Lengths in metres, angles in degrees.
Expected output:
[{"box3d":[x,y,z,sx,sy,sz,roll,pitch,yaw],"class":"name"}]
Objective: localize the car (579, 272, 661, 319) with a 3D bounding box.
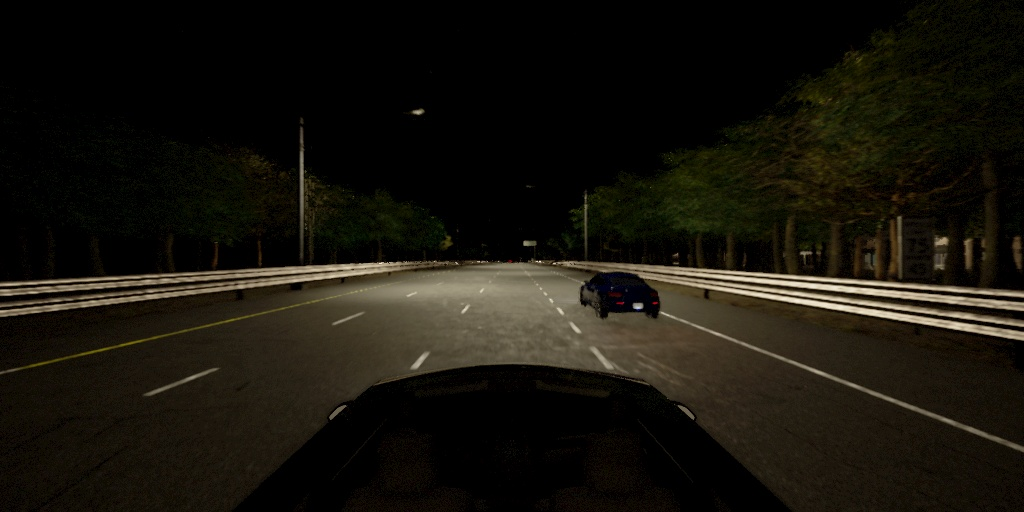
[{"box3d":[3.628,1.278,12.687,1.812,1.442,4.674,0,0,-1],"class":"car"}]
